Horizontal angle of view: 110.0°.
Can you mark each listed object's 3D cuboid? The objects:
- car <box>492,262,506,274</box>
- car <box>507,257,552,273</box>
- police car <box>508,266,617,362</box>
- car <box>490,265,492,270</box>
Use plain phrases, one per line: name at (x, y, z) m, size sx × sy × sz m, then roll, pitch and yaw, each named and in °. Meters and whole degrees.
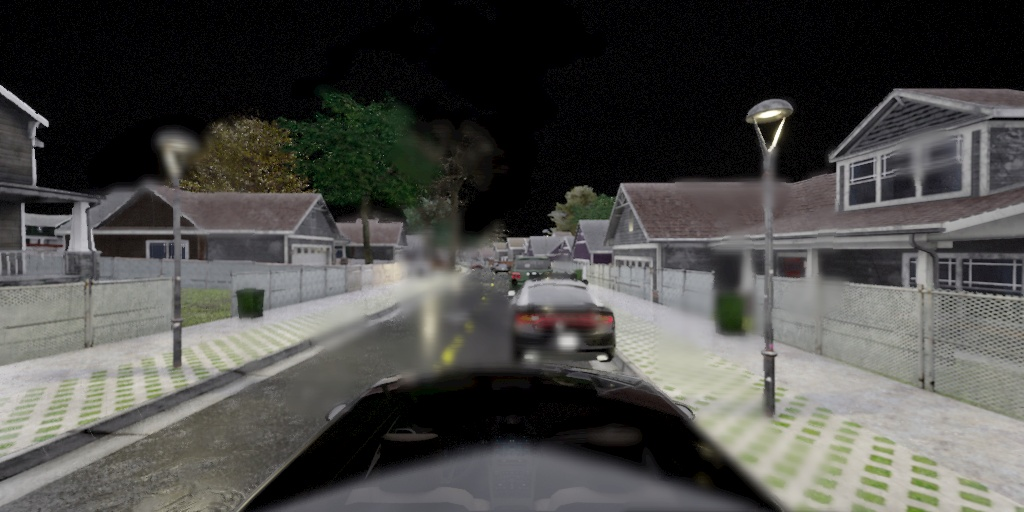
car at (-1.274, 1.632, 47.378) m, size 1.994 × 1.385 × 4.181 m, roll 0°, pitch -1°, yaw -4°
car at (0.937, 1.055, 18.376) m, size 2.150 × 2.045 × 5.566 m, roll 0°, pitch 0°, yaw -1°
police car at (0.940, 1.202, 8.401) m, size 1.930 × 1.638 × 5.238 m, roll 0°, pitch 0°, yaw 1°
car at (-2.643, 1.799, 61.247) m, size 2.033 × 1.411 × 5.357 m, roll 0°, pitch -1°, yaw -7°
